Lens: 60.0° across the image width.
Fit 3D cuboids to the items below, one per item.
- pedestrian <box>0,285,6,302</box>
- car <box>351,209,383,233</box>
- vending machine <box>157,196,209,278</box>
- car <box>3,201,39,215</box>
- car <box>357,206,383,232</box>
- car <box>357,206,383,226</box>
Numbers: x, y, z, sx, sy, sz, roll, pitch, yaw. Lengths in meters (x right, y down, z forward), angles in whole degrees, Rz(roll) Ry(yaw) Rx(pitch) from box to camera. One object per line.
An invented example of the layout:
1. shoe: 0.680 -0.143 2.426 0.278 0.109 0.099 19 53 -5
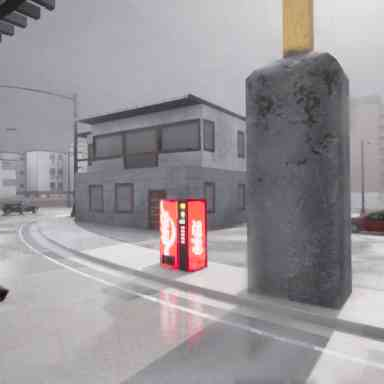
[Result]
1. pedestrian: -4.011 1.289 6.608 0.375 1.860 0.375 1 -1 -45
2. car: 11.797 1.873 20.256 5.357 1.415 2.033 0 0 34
3. vending machine: -0.251 1.184 9.303 0.880 2.100 1.100 -1 0 44
4. car: -18.633 1.706 36.463 2.128 1.511 4.902 -1 -1 0
5. car: 13.583 1.883 22.670 3.988 1.617 1.851 1 0 34
6. car: 16.953 2.035 28.237 5.027 1.636 2.152 -1 0 34
